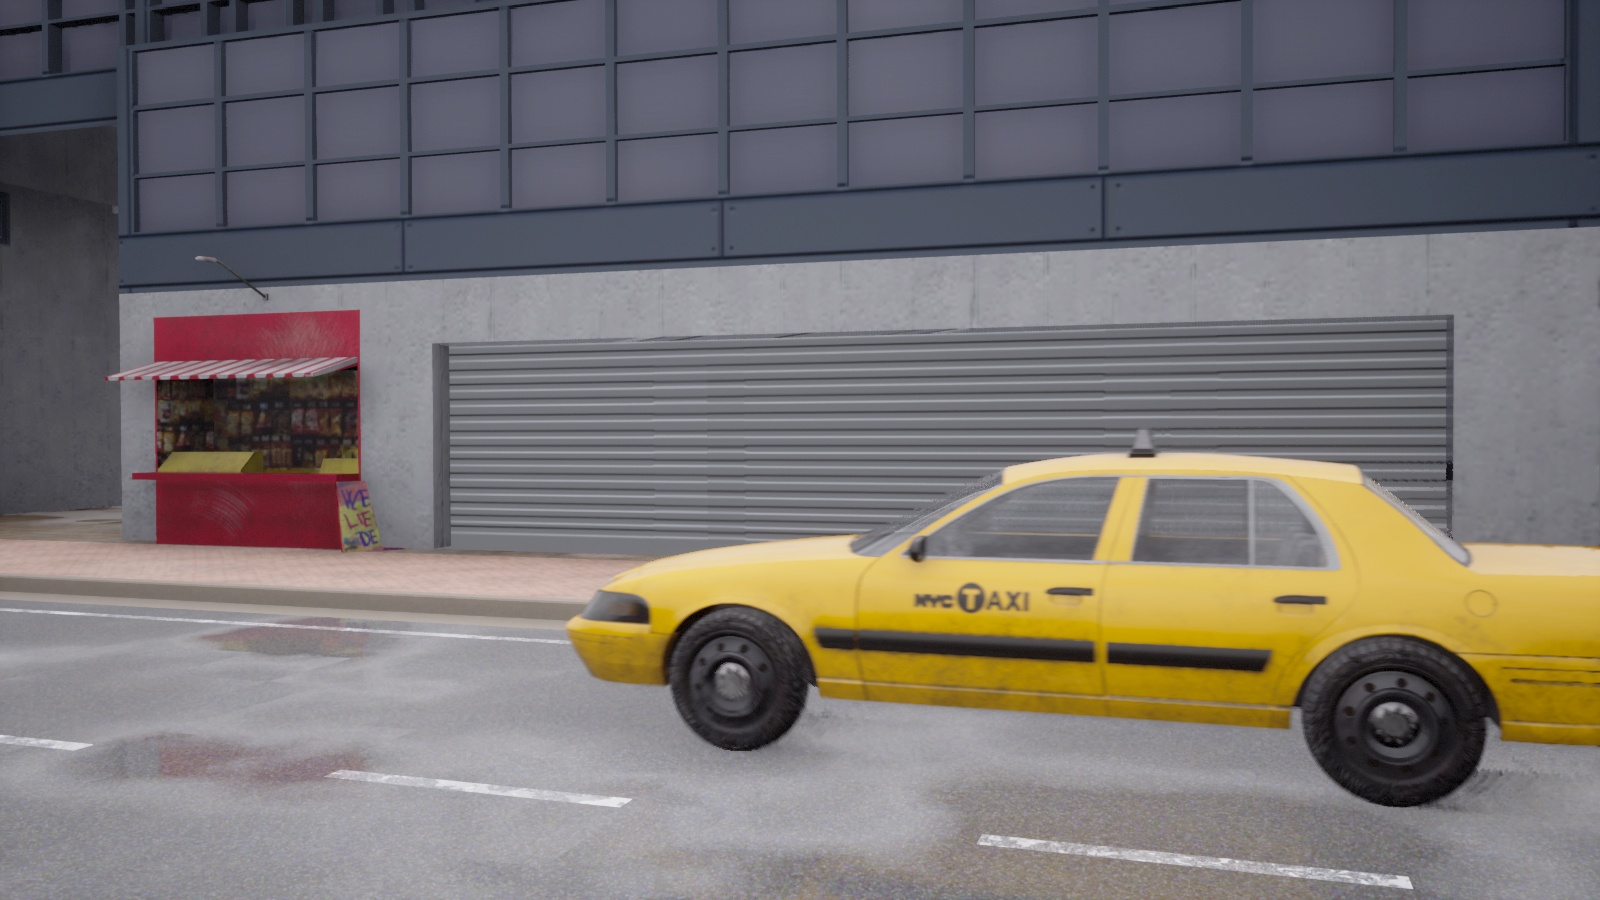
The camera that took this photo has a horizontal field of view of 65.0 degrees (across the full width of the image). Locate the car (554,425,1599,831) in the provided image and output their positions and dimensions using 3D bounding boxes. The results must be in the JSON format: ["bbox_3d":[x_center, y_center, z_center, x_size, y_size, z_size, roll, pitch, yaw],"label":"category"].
[{"bbox_3d":[1.589,0.670,6.347,5.366,1.575,1.801,1,1,19],"label":"car"}]
